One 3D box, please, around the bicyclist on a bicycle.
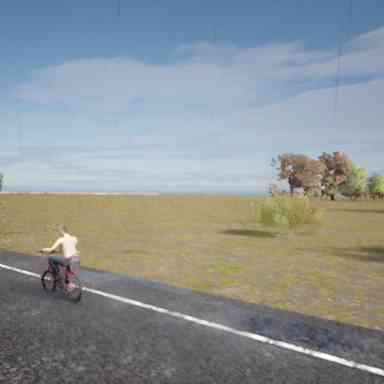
[{"bbox_3d":[-2.826,1.489,7.200,1.509,1.612,0.866,0,-1,36],"label":"bicyclist on a bicycle"}]
